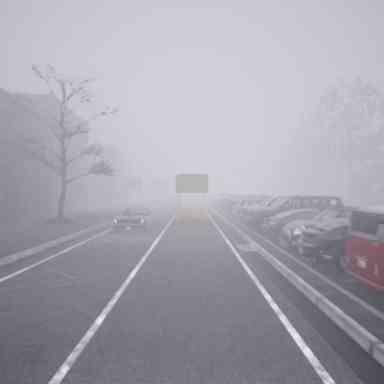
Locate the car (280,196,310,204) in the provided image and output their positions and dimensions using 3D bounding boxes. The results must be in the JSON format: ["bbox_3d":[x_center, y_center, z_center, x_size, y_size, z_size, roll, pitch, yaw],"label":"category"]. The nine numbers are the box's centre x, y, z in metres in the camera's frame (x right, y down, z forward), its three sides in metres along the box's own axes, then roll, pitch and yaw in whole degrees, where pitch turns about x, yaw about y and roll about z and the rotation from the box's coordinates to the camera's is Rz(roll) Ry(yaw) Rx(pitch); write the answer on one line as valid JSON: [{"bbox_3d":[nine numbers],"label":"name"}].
[{"bbox_3d":[18.726,1.491,60.563,4.792,1.488,2.163,0,0,0],"label":"car"}]

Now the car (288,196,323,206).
[{"bbox_3d":[18.699,1.456,54.993,5.008,1.535,2.097,0,0,0],"label":"car"}]

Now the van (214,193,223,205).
[{"bbox_3d":[5.522,1.235,43.577,4.442,1.987,1.878,0,0,0],"label":"van"}]

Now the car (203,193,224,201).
[{"bbox_3d":[5.631,1.298,88.427,5.566,2.045,2.435,0,0,0],"label":"car"}]

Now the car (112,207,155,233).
[{"bbox_3d":[-3.349,1.610,19.768,1.895,1.301,4.718,0,0,0],"label":"car"}]

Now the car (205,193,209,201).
[{"bbox_3d":[5.642,1.216,63.197,5.566,2.045,2.435,0,0,0],"label":"car"}]

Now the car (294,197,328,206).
[{"bbox_3d":[18.705,1.495,52.332,4.674,1.452,2.002,0,0,0],"label":"car"}]

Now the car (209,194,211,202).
[{"bbox_3d":[5.623,1.453,51.984,5.008,1.535,2.097,0,0,0],"label":"car"}]

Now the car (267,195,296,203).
[{"bbox_3d":[18.501,1.477,68.919,5.366,1.575,1.946,0,0,0],"label":"car"}]

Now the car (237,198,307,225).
[{"bbox_3d":[5.633,1.356,23.954,4.553,1.767,2.185,0,0,0],"label":"car"}]

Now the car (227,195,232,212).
[{"bbox_3d":[5.689,1.350,29.561,4.553,1.767,2.185,0,0,0],"label":"car"}]

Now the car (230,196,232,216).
[{"bbox_3d":[5.630,1.353,26.758,4.553,1.767,2.185,0,0,0],"label":"car"}]

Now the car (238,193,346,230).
[{"bbox_3d":[5.643,1.236,18.348,5.566,2.045,2.435,0,0,0],"label":"car"}]

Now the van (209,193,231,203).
[{"bbox_3d":[5.723,1.253,68.805,4.442,1.987,1.878,0,0,0],"label":"van"}]

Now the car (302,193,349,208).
[{"bbox_3d":[18.686,1.207,46.763,5.566,2.045,2.435,0,0,0],"label":"car"}]

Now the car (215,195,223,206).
[{"bbox_3d":[5.614,1.494,40.774,4.792,1.488,2.163,0,0,0],"label":"car"}]

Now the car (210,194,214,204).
[{"bbox_3d":[5.817,1.452,49.184,5.366,1.575,1.946,0,0,0],"label":"car"}]

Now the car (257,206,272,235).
[{"bbox_3d":[5.673,1.530,15.545,4.674,1.452,2.002,0,0,0],"label":"car"}]

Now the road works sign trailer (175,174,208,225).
[{"bbox_3d":[-0.007,0.470,24.058,2.380,3.560,2.880,0,0,1],"label":"road works sign trailer"}]

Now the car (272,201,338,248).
[{"bbox_3d":[5.710,1.368,12.741,4.553,1.767,2.185,0,0,0],"label":"car"}]

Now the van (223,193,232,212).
[{"bbox_3d":[5.537,1.247,32.364,4.442,1.987,1.878,0,0,0],"label":"van"}]

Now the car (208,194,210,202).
[{"bbox_3d":[5.592,1.486,57.592,4.792,1.488,2.163,0,0,0],"label":"car"}]

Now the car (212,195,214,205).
[{"bbox_3d":[5.665,1.488,46.381,4.792,1.488,2.163,0,0,0],"label":"car"}]

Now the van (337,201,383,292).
[{"bbox_3d":[5.803,1.273,7.135,4.442,1.987,1.878,0,0,0],"label":"van"}]

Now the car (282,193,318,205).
[{"bbox_3d":[18.672,1.206,57.780,5.566,2.045,2.435,0,0,0],"label":"car"}]

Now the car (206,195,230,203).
[{"bbox_3d":[5.598,1.486,71.607,4.892,1.521,2.231,0,0,0],"label":"car"}]

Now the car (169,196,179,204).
[{"bbox_3d":[-3.273,1.491,62.417,2.128,1.511,4.902,0,0,1],"label":"car"}]

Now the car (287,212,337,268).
[{"bbox_3d":[5.676,1.497,9.938,4.892,1.521,2.231,0,0,0],"label":"car"}]

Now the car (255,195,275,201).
[{"bbox_3d":[18.683,1.572,85.625,4.674,1.452,2.002,0,0,0],"label":"car"}]

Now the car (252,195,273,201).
[{"bbox_3d":[18.687,1.549,88.412,5.008,1.535,2.097,0,0,0],"label":"car"}]

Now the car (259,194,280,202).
[{"bbox_3d":[18.648,1.381,80.057,4.553,1.767,2.185,0,0,0],"label":"car"}]

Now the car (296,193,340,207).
[{"bbox_3d":[18.682,1.204,49.425,5.566,2.045,2.435,0,0,0],"label":"car"}]

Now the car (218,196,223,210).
[{"bbox_3d":[5.645,1.470,35.167,5.008,1.535,2.097,0,0,0],"label":"car"}]

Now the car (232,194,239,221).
[{"bbox_3d":[5.640,1.233,21.151,5.566,2.045,2.435,0,0,0],"label":"car"}]

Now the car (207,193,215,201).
[{"bbox_3d":[5.613,1.462,60.390,4.892,1.521,2.231,0,0,0],"label":"car"}]

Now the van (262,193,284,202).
[{"bbox_3d":[18.796,1.272,77.277,4.442,1.987,1.878,0,0,0],"label":"van"}]

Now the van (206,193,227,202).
[{"bbox_3d":[5.486,1.266,74.411,4.442,1.987,1.878,0,0,0],"label":"van"}]
